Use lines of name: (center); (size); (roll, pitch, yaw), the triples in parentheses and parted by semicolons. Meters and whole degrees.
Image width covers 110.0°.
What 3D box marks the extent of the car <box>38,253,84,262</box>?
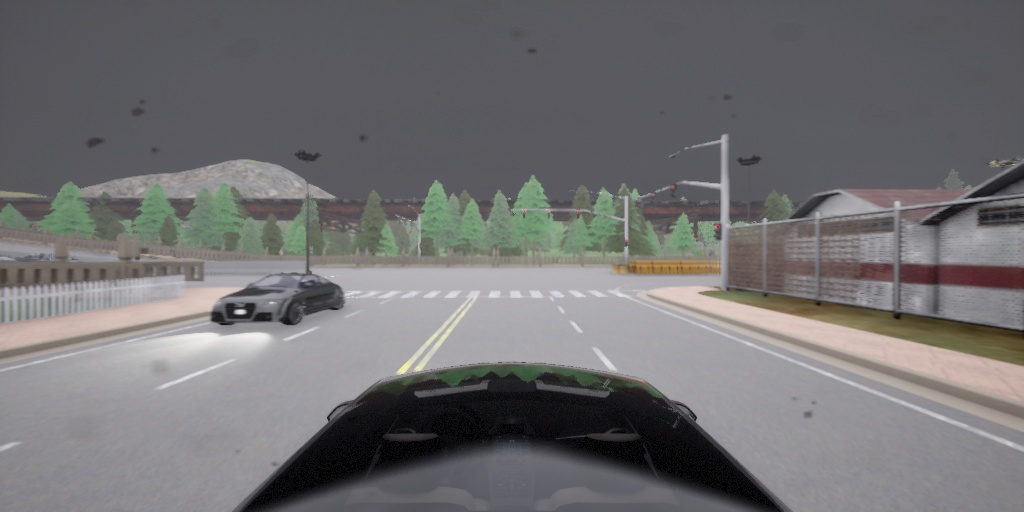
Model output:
car: (-40.391, 0.561, 31.454); (4.902, 1.511, 2.128); (4, 0, -1)

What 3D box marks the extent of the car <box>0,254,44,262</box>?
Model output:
car: (-40.301, 0.623, 27.951); (4.674, 1.442, 1.812); (4, 0, -1)

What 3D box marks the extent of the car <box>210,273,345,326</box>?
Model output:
car: (-7.002, 1.241, 11.225); (1.994, 1.385, 4.181); (0, 0, 0)
